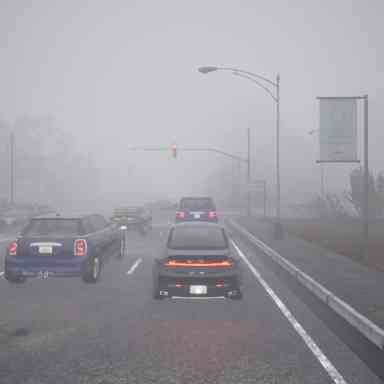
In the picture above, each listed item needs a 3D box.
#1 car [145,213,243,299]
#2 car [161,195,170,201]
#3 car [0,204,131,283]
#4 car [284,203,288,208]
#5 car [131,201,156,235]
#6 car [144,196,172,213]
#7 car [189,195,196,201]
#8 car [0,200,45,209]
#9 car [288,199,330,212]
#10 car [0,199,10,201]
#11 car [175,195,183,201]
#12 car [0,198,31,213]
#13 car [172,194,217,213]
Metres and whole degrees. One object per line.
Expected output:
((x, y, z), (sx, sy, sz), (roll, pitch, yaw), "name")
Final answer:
((0.118, 1.505, 8.400), (1.837, 1.490, 4.892), (0, 0, 0), "car")
((-6.814, 1.494, 85.202), (1.837, 1.490, 4.892), (0, 0, 0), "car")
((-3.379, 1.352, 9.815), (2.097, 1.767, 4.553), (0, 0, 0), "car")
((14.545, 1.547, 42.150), (5.357, 1.411, 2.033), (0, 0, 3), "car")
((-3.360, 1.505, 18.774), (1.837, 1.490, 4.892), (0, 0, 0), "car")
((-2.430, 1.491, 35.937), (4.902, 1.511, 2.128), (0, 0, 3), "car")
((0.187, 1.471, 85.950), (1.882, 1.535, 5.008), (0, 0, 0), "car")
((-10.458, 1.491, 21.502), (2.128, 1.511, 4.902), (0, 0, 0), "car")
((14.136, 1.505, 38.667), (4.892, 1.490, 1.837), (0, 0, 3), "car")
((-20.213, 1.492, 33.471), (4.902, 1.511, 2.128), (0, 0, 3), "car")
((-3.312, 1.471, 85.958), (1.882, 1.535, 5.008), (0, 0, 0), "car")
((-20.935, 1.478, 37.140), (5.008, 1.535, 1.882), (0, 0, 1), "car")
((0.163, 1.221, 18.248), (2.150, 2.045, 5.566), (0, 0, -2), "car")
